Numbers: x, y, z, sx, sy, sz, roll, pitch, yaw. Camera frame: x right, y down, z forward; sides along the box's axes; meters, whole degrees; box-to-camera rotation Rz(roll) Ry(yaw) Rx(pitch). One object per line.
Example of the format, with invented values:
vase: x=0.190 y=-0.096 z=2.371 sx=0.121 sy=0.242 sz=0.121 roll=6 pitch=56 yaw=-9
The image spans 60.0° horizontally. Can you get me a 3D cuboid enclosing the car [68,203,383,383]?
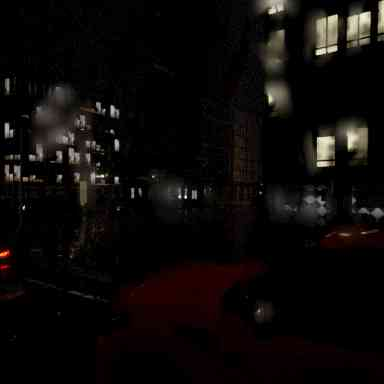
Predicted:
car: x=1.740 y=1.222 z=2.444 sx=5.566 sy=2.045 sz=2.150 roll=0 pitch=0 yaw=35

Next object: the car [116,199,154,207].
car: x=-6.348 y=1.595 z=37.220 sx=2.128 sy=1.511 sz=4.902 roll=1 pitch=0 yaw=37

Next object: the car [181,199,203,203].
car: x=-0.162 y=1.676 z=45.516 sx=1.812 sy=1.442 sz=4.674 roll=1 pitch=0 yaw=36

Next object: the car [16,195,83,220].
car: x=-12.282 y=1.279 z=29.195 sx=2.150 sy=2.045 sz=5.566 roll=1 pitch=0 yaw=39

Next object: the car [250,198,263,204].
car: x=11.587 y=1.793 z=55.978 sx=2.033 sy=1.411 sz=5.357 roll=1 pitch=0 yaw=37

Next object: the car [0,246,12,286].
car: x=-6.162 y=1.522 z=8.063 sx=4.674 sy=1.442 sz=1.812 roll=0 pitch=0 yaw=35
